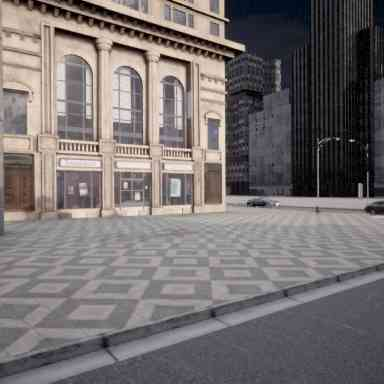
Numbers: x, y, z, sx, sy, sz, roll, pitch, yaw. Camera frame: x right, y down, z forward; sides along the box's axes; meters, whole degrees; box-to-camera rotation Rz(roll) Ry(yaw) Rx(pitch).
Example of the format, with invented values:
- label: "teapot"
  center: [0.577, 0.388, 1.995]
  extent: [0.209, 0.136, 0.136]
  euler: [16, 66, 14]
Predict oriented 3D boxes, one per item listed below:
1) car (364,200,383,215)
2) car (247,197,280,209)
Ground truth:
- label: "car"
  center: [18.148, 1.477, 30.197]
  extent: [1.812, 1.442, 4.674]
  euler: [-1, 1, -34]
- label: "car"
  center: [9.258, 1.398, 43.284]
  extent: [2.128, 1.511, 4.902]
  euler: [-1, 1, -34]
